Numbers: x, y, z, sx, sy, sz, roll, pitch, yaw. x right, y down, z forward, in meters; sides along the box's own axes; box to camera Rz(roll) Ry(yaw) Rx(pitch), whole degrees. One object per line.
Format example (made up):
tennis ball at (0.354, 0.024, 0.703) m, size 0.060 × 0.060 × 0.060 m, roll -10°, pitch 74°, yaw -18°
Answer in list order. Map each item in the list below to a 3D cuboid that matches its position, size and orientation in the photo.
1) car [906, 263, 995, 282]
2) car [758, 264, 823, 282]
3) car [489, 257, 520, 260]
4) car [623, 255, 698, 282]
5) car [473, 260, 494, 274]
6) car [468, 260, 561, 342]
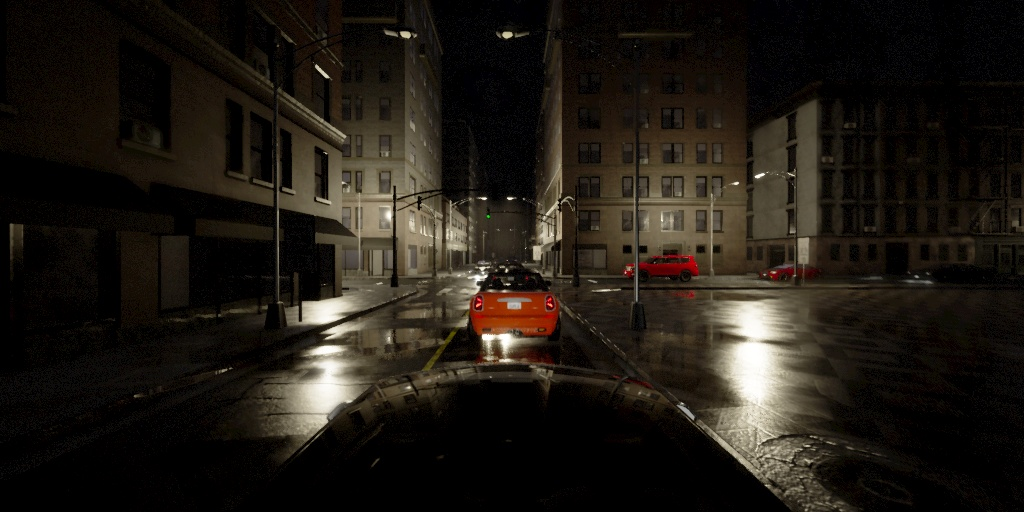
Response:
car at (35.100, 1.303, 28.728) m, size 5.357 × 1.411 × 2.033 m, roll 0°, pitch 0°, yaw 0°
car at (22.150, 1.318, 28.607) m, size 4.181 × 1.385 × 1.994 m, roll 0°, pitch 0°, yaw 0°
car at (-0.263, 1.100, 19.138) m, size 2.097 × 1.767 × 4.553 m, roll 0°, pitch 0°, yaw -6°
car at (11.794, 0.973, 28.524) m, size 5.566 × 2.045 × 2.150 m, roll 0°, pitch 0°, yaw 0°
car at (-3.190, 1.238, 41.181) m, size 2.128 × 1.511 × 4.902 m, roll 0°, pitch 0°, yaw 0°
car at (0.055, 1.101, 9.951) m, size 2.097 × 1.767 × 4.553 m, roll 0°, pitch 0°, yaw 0°
